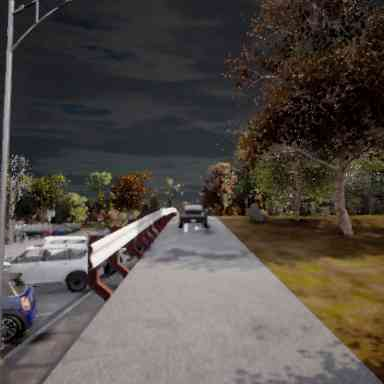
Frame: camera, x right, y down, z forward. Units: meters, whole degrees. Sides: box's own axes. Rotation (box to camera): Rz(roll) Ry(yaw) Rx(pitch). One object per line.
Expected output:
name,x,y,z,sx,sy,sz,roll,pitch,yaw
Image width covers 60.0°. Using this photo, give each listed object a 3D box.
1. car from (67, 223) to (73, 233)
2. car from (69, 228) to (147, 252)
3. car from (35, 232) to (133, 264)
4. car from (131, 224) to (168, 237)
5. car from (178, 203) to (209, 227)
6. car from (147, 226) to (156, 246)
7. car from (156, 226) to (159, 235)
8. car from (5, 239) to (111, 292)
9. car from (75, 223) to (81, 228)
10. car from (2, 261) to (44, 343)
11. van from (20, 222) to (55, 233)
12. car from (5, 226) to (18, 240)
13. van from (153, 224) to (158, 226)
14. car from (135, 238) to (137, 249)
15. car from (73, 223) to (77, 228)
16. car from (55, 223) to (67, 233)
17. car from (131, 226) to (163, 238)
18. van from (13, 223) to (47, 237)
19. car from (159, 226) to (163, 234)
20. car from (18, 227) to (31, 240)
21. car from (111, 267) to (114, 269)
car,-23.952,6.485,57.540,5.566,2.045,2.435,1,-5,-20
car,-6.915,4.295,27.279,5.566,2.045,2.435,2,-4,-20
car,-6.825,3.860,21.267,5.566,2.045,2.435,2,-5,-20
car,-7.029,6.256,54.395,5.566,2.045,2.435,2,-4,-20
car,0.084,1.557,23.187,1.837,1.490,4.892,0,0,0
car,-6.884,4.734,33.326,5.566,2.045,2.435,2,-5,-20
car,-6.992,5.512,42.348,4.553,1.767,2.185,2,-5,-20
car,-6.852,3.421,15.216,5.566,2.045,2.435,2,-4,-20
car,-24.025,6.909,63.408,5.566,2.045,2.435,1,-4,-20
car,-6.774,3.113,9.204,4.553,1.767,2.185,2,-4,-20
van,-24.057,6.082,51.576,4.442,1.987,1.878,1,-4,-20
car,-23.921,5.331,39.798,4.553,1.767,2.185,1,-5,-20
van,-6.873,5.853,48.428,4.442,1.987,1.878,2,-5,-20
car,-6.885,4.330,24.262,4.892,1.521,2.231,2,-5,-20
car,-23.970,6.979,60.479,4.792,1.488,2.163,1,-5,-20
car,-23.939,6.272,54.588,5.566,2.045,2.435,1,-5,-20
car,-6.963,6.166,51.396,4.553,1.767,2.185,2,-4,-20
van,-24.044,5.870,48.624,4.442,1.987,1.878,1,-4,-20
car,-6.963,5.857,45.352,4.892,1.521,2.231,2,-4,-20
car,-23.904,5.672,42.757,4.892,1.521,2.231,1,-4,-20
car,-6.872,3.920,18.211,4.792,1.488,2.163,2,-4,-20
